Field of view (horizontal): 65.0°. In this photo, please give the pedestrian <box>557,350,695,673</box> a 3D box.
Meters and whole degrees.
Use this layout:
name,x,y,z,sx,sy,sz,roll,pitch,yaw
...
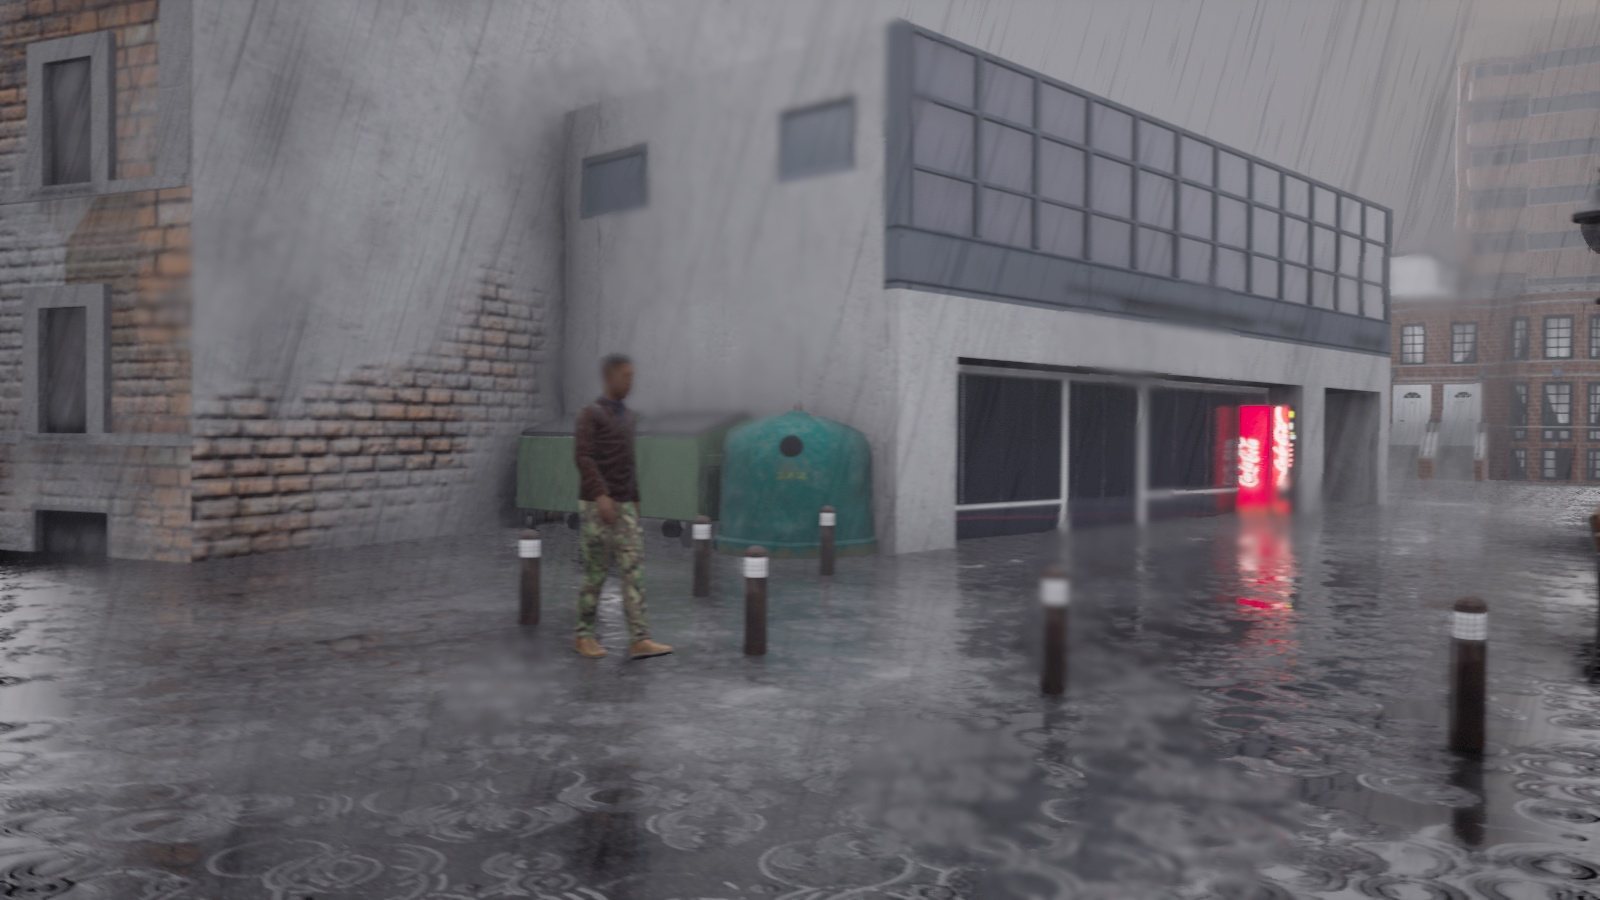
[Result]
name,x,y,z,sx,sy,sz,roll,pitch,yaw
pedestrian,-1.044,0.348,7.520,0.703,1.840,0.431,0,1,37
